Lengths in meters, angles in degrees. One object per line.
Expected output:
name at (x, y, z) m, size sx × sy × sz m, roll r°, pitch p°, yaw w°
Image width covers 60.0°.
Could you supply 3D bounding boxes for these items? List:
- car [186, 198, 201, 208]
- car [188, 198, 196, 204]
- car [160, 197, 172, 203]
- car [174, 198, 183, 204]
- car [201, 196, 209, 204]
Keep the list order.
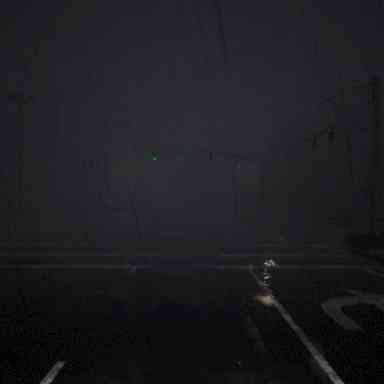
car at (-0.011, 1.814, 56.049) m, size 2.097 × 1.767 × 4.553 m, roll 0°, pitch 0°, yaw 0°
car at (-0.026, 2.304, 86.316) m, size 1.895 × 1.301 × 4.718 m, roll 0°, pitch 0°, yaw 0°
car at (-7.026, 2.063, 86.221) m, size 2.097 × 1.767 × 4.553 m, roll 0°, pitch 0°, yaw 0°
car at (-3.526, 2.183, 85.869) m, size 1.882 × 1.535 × 5.008 m, roll 0°, pitch 0°, yaw 0°
car at (3.474, 2.183, 85.873) m, size 1.882 × 1.535 × 5.008 m, roll 0°, pitch 0°, yaw 0°
